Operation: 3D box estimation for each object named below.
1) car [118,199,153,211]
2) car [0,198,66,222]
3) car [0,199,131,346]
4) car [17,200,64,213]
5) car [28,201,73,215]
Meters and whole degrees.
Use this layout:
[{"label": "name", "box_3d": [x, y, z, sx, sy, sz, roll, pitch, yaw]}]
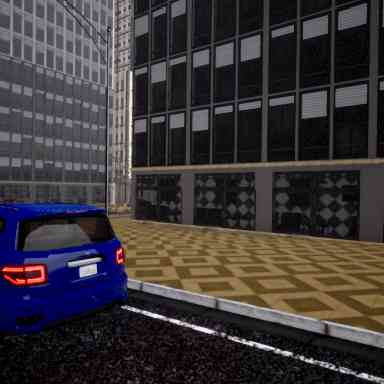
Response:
[{"label": "car", "box_3d": [-7.979, 1.748, 47.560, 1.882, 1.535, 5.008, 1, 0, 37]}, {"label": "car", "box_3d": [-14.124, 1.519, 29.521, 2.192, 1.841, 5.009, 1, 0, 36]}, {"label": "car", "box_3d": [-3.683, 1.218, 6.311, 5.566, 2.045, 2.150, 0, 0, 35]}, {"label": "car", "box_3d": [-17.620, 1.643, 38.896, 1.752, 1.417, 4.829, 1, 0, 36]}, {"label": "car", "box_3d": [-15.710, 1.721, 37.116, 1.994, 1.385, 4.181, 1, 0, 36]}]
